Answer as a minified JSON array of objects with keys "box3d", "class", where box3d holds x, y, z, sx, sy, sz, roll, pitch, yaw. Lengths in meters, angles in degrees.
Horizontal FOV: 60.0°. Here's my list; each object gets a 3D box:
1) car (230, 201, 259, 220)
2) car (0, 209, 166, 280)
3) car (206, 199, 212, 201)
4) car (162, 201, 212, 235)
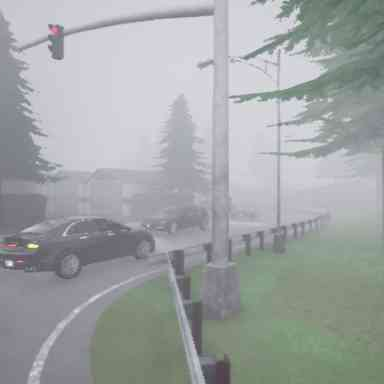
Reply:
[{"box3d":[4.480,1.497,27.696,1.812,1.442,4.674,0,0,18],"class":"car"},{"box3d":[-3.107,1.483,10.083,1.837,1.490,4.892,-3,-2,32],"class":"car"},{"box3d":[2.876,1.521,38.163,2.033,1.411,5.357,0,0,-44],"class":"car"},{"box3d":[-0.821,1.478,18.937,1.837,1.490,4.892,0,0,35],"class":"car"}]
